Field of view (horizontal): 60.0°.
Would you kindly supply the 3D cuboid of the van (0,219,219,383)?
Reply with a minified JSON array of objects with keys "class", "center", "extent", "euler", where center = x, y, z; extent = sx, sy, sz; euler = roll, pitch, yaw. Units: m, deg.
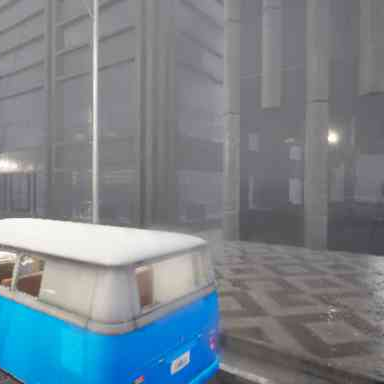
[{"class":"van","center":[-1.612,1.296,4.096],"extent":[3.998,1.788,1.690],"euler":[1,1,35]}]
